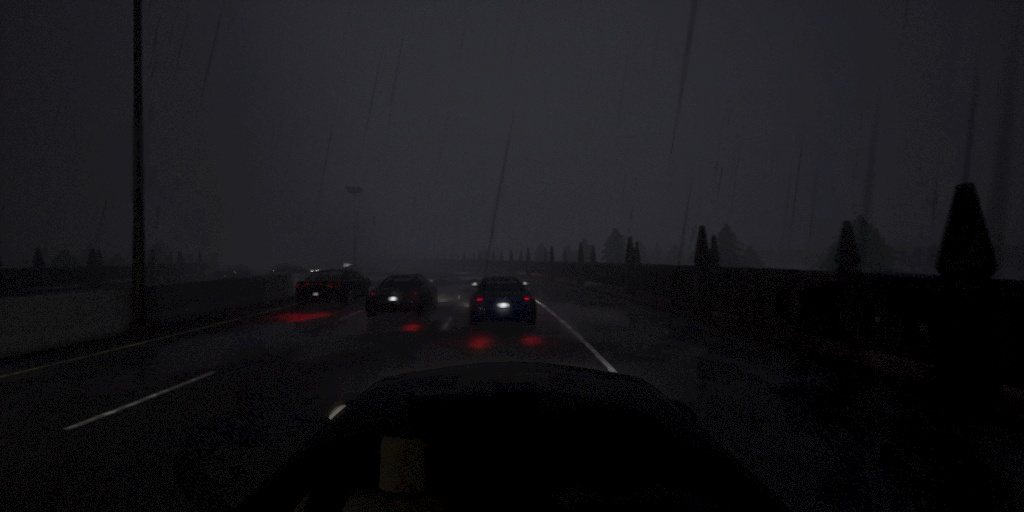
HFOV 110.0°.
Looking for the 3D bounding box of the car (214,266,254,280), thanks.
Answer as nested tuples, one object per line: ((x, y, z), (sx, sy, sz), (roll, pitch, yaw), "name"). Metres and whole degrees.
((-26.718, 1.605, 34.533), (1.895, 1.301, 4.718), (0, 0, -21), "car")

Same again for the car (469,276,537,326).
((-0.374, 1.336, 11.896), (1.994, 1.385, 4.181), (0, 0, -4), "car")

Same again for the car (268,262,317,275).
((-17.259, 1.471, 27.906), (2.033, 1.411, 5.357), (0, 0, -15), "car")

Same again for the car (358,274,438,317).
((-4.012, 1.366, 13.618), (1.994, 1.385, 4.181), (0, 0, -5), "car")

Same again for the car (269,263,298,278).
((-24.789, 1.505, 39.067), (1.837, 1.490, 4.892), (0, 0, -23), "car")

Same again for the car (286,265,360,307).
((-7.777, 1.311, 16.123), (1.882, 1.535, 5.008), (0, 0, -7), "car")
